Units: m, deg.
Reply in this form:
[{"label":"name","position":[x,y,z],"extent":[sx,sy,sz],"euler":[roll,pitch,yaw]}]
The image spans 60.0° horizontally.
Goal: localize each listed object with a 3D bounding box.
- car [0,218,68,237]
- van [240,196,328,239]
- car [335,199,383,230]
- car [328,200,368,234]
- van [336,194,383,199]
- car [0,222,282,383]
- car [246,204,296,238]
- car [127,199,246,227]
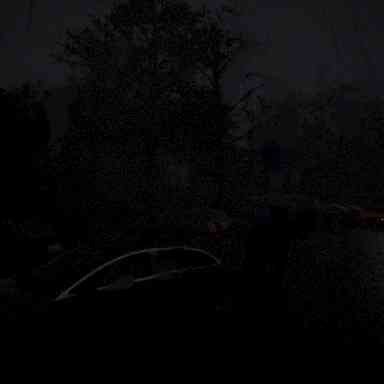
[{"label":"car","position":[-5.391,1.507,9.756],"extent":[4.792,1.488,2.163],"euler":[-1,0,35]},{"label":"van","position":[4.121,1.174,16.643],"extent":[4.442,1.987,1.878],"euler":[-1,0,35]},{"label":"car","position":[9.171,1.358,19.898],"extent":[5.366,1.575,1.946],"euler":[-1,-1,35]},{"label":"car","position":[6.624,1.380,18.285],"extent":[4.892,1.521,2.231],"euler":[-1,0,35]},{"label":"van","position":[11.313,1.124,21.777],"extent":[4.442,1.987,1.878],"euler":[-1,0,34]},{"label":"car","position":[-1.150,1.478,5.014],"extent":[4.902,1.511,2.128],"euler":[-1,0,-35]},{"label":"car","position":[1.801,1.447,14.888],"extent":[4.792,1.488,2.163],"euler":[-1,0,34]},{"label":"car","position":[-0.548,1.310,13.147],"extent":[4.553,1.767,2.185],"euler":[-1,0,34]}]
